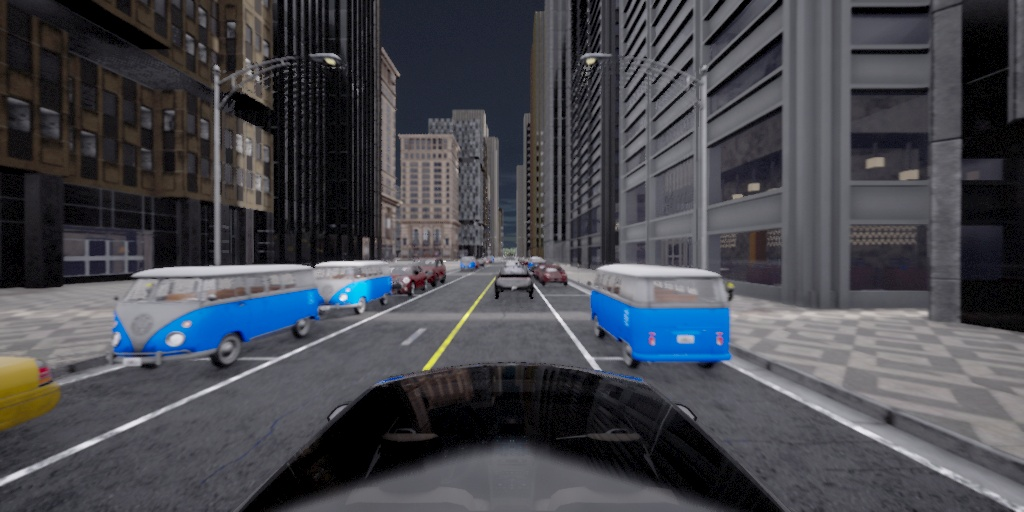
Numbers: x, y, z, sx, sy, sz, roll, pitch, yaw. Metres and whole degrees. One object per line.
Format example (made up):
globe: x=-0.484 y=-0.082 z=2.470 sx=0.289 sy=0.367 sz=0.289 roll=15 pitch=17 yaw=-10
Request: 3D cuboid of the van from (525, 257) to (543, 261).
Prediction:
van: x=2.751 y=1.024 z=41.392 sx=1.690 sy=1.789 sz=3.998 roll=0 pitch=0 yaw=0

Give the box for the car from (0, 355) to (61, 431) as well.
car: x=-5.763 y=1.275 z=1.730 sx=1.751 sy=1.417 sz=4.829 roll=0 pitch=0 yaw=0

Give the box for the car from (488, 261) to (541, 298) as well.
car: x=0.094 y=1.214 z=18.269 sx=2.128 sy=1.511 sz=4.902 roll=0 pitch=0 yaw=0

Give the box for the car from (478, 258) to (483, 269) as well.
car: x=-5.777 y=1.209 z=52.668 sx=1.888 sy=1.381 sz=4.507 roll=0 pitch=0 yaw=0

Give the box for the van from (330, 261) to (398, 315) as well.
van: x=-5.766 y=1.072 z=13.181 sx=1.690 sy=1.789 sz=3.998 roll=0 pitch=0 yaw=0

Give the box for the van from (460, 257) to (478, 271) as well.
van: x=-5.776 y=1.015 z=47.027 sx=1.690 sy=1.789 sz=3.998 roll=0 pitch=0 yaw=0

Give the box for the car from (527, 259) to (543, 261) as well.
car: x=2.753 y=1.259 z=35.751 sx=1.948 sy=1.339 sz=4.313 roll=0 pitch=0 yaw=0

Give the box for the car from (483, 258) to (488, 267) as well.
car: x=-5.780 y=1.209 z=63.949 sx=1.948 sy=1.339 sz=4.313 roll=0 pitch=0 yaw=0

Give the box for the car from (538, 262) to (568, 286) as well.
car: x=2.756 y=1.294 z=24.470 sx=1.802 sy=1.307 sz=4.207 roll=0 pitch=0 yaw=0

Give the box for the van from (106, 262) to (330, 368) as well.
van: x=-5.764 y=1.082 z=7.541 sx=1.690 sy=1.789 sz=3.998 roll=0 pitch=0 yaw=0

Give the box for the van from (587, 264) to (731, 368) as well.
van: x=2.761 y=1.081 z=7.548 sx=1.690 sy=1.789 sz=3.998 roll=0 pitch=0 yaw=0

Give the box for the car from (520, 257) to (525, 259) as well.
car: x=2.745 y=1.188 z=63.954 sx=1.888 sy=1.381 sz=4.507 roll=0 pitch=0 yaw=0

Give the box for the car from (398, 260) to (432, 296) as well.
car: x=-5.768 y=1.162 z=18.822 sx=1.967 sy=1.591 sz=4.097 roll=0 pitch=0 yaw=0

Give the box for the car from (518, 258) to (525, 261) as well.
car: x=0.090 y=1.216 z=37.248 sx=1.812 sy=1.442 sz=4.674 roll=0 pitch=0 yaw=0

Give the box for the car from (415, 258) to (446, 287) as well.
car: x=-5.769 y=1.027 z=24.464 sx=2.192 sy=1.841 sz=5.009 roll=0 pitch=0 yaw=0
